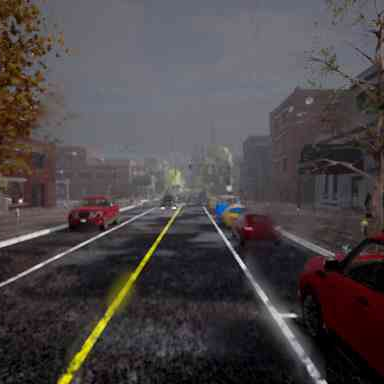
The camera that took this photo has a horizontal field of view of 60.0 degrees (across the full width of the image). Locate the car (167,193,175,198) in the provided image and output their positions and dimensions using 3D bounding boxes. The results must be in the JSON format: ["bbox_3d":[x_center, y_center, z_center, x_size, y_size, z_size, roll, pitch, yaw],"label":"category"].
[{"bbox_3d":[-5.669,0.920,91.269,1.802,1.307,4.206,-1,0,0],"label":"car"}]

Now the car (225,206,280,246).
[{"bbox_3d":[2.691,1.478,14.393,1.802,1.307,4.206,-1,0,0],"label":"car"}]

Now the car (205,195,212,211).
[{"bbox_3d":[2.697,1.260,36.755,1.752,1.417,4.829,-1,0,0],"label":"car"}]

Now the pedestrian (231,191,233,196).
[{"bbox_3d":[6.148,0.771,51.260,0.375,1.860,0.375,-1,1,0],"label":"pedestrian"}]

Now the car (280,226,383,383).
[{"bbox_3d":[2.686,1.291,3.295,2.192,1.841,5.009,-1,0,0],"label":"car"}]

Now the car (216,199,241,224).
[{"bbox_3d":[2.693,1.380,20.111,1.752,1.417,4.829,-1,0,0],"label":"car"}]

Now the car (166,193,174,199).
[{"bbox_3d":[-5.670,0.924,85.724,1.887,1.381,4.507,-1,0,0],"label":"car"}]

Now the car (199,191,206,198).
[{"bbox_3d":[2.708,0.694,85.721,2.192,1.841,5.009,-1,0,0],"label":"car"}]

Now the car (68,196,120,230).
[{"bbox_3d":[-5.690,1.171,19.939,2.192,1.841,5.009,-1,0,0],"label":"car"}]

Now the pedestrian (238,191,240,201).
[{"bbox_3d":[7.148,0.773,50.060,0.375,1.860,0.375,-1,1,0],"label":"pedestrian"}]

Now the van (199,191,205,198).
[{"bbox_3d":[2.710,0.679,91.265,1.690,1.788,3.998,-1,0,0],"label":"van"}]

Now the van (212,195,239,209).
[{"bbox_3d":[2.692,1.157,25.488,1.690,1.788,3.998,-1,0,0],"label":"van"}]

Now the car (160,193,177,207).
[{"bbox_3d":[-3.039,1.191,43.718,1.837,1.490,4.892,0,0,0],"label":"car"}]

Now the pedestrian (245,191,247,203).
[{"bbox_3d":[8.148,0.755,50.659,0.375,1.860,0.375,-1,1,0],"label":"pedestrian"}]

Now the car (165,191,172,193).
[{"bbox_3d":[-5.673,0.735,80.179,2.192,1.841,5.009,-1,0,0],"label":"car"}]
